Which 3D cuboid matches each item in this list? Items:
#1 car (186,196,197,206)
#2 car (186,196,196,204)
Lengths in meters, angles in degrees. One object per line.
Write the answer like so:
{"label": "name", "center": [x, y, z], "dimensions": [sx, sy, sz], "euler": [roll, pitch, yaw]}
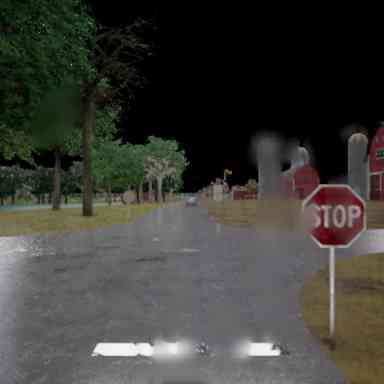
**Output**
{"label": "car", "center": [-0.103, 1.801, 60.828], "dimensions": [2.128, 1.511, 4.902], "euler": [0, -1, 0]}
{"label": "car", "center": [-0.120, 1.649, 71.223], "dimensions": [2.097, 1.767, 4.553], "euler": [0, -1, 0]}
